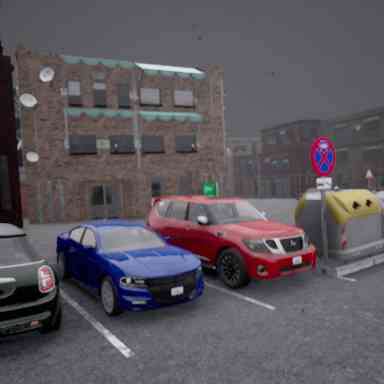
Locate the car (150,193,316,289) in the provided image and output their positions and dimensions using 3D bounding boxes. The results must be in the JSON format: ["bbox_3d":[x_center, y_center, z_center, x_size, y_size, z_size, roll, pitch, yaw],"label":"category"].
[{"bbox_3d":[0.677,1.146,9.505,2.435,2.045,5.566,-1,1,-36],"label":"car"}]

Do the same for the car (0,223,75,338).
[{"bbox_3d":[-3.995,1.355,6.117,2.185,1.767,4.553,0,0,-36],"label":"car"}]

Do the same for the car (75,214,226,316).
[{"bbox_3d":[-1.724,1.451,7.807,2.097,1.535,5.008,-1,0,-36],"label":"car"}]

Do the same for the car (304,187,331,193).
[{"bbox_3d":[14.125,0.273,38.367,2.097,1.767,4.553,-4,1,-24],"label":"car"}]
